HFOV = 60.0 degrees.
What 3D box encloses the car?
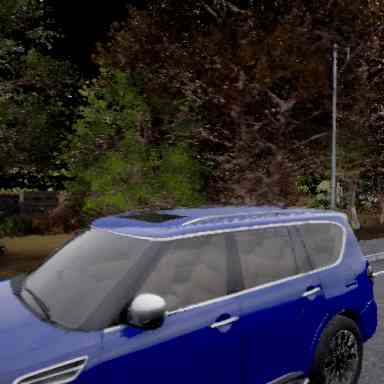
[{"bbox_3d":[-0.257,1.218,3.503,5.566,2.045,2.150,0,0,-36],"label":"car"}]
